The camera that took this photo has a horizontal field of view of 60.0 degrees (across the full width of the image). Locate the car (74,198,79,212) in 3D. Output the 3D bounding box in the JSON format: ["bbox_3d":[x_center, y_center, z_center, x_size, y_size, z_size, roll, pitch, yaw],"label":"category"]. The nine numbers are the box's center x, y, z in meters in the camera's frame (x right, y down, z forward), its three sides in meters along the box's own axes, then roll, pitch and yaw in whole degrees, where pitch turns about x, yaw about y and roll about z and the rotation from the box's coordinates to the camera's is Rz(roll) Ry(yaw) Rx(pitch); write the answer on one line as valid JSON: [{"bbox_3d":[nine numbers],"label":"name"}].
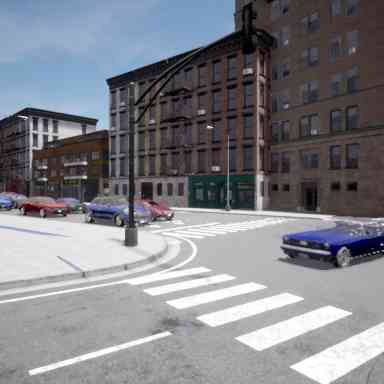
[{"bbox_3d":[-11.155,1.201,29.923,4.181,1.385,1.994,1,0,39],"label":"car"}]

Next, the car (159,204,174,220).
[{"bbox_3d":[-3.375,1.267,23.842,4.674,1.442,1.812,1,0,38],"label":"car"}]

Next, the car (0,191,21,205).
[{"bbox_3d":[-26.222,0.802,47.039,4.553,1.767,2.097,1,0,41],"label":"car"}]

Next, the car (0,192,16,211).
[{"bbox_3d":[-19.228,1.025,32.297,5.008,1.535,1.882,1,0,40],"label":"car"}]

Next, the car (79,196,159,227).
[{"bbox_3d":[-4.586,1.089,20.593,4.553,1.767,2.097,1,0,39],"label":"car"}]

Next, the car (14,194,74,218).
[{"bbox_3d":[-11.741,1.118,26.232,5.008,1.535,1.882,1,0,39],"label":"car"}]

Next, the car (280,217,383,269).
[{"bbox_3d":[5.172,1.578,11.310,4.718,1.301,1.895,-1,1,-35],"label":"car"}]

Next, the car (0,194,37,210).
[{"bbox_3d":[-19.160,1.030,36.467,4.902,1.511,2.128,1,0,40],"label":"car"}]
